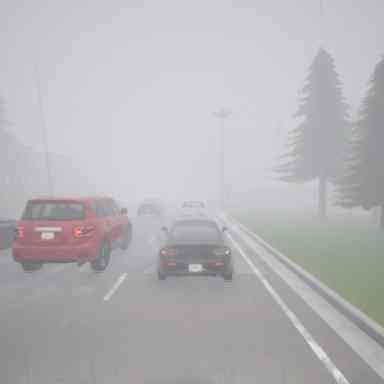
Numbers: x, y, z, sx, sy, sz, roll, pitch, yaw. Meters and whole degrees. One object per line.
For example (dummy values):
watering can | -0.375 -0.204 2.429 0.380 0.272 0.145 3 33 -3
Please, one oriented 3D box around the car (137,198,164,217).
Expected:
car | -3.364 1.243 27.554 1.812 1.442 4.674 0 1 1

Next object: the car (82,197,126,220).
car | -6.870 1.219 26.611 2.128 1.511 4.902 0 1 1

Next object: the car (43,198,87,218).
car | -10.364 1.243 27.590 1.812 1.442 4.674 0 1 1

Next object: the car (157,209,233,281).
car | 0.078 1.428 9.433 1.812 1.442 4.674 0 1 0

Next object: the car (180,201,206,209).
car | 0.108 1.345 24.953 1.895 1.301 4.718 0 1 1

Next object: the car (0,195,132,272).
car | -3.415 1.111 10.581 2.150 2.045 5.566 0 0 0
